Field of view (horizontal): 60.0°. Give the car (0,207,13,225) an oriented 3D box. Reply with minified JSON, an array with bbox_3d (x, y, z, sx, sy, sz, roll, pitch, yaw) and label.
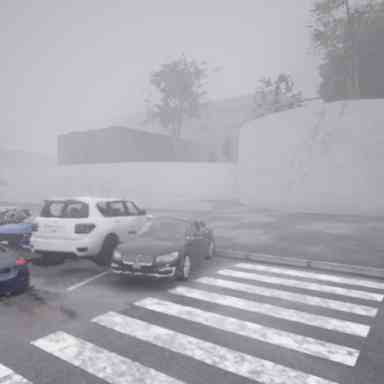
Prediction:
[{"bbox_3d":[-5.475,1.422,13.377,2.097,1.535,5.008,1,0,15],"label":"car"}]

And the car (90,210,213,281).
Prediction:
[{"bbox_3d":[-0.611,1.453,9.922,2.231,1.521,4.892,1,0,15],"label":"car"}]

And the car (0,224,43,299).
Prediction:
[{"bbox_3d":[-5.376,1.510,7.200,4.181,1.385,1.994,0,0,35],"label":"car"}]

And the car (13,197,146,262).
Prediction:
[{"bbox_3d":[-3.045,1.184,11.677,2.435,2.045,5.566,0,-1,15],"label":"car"}]
